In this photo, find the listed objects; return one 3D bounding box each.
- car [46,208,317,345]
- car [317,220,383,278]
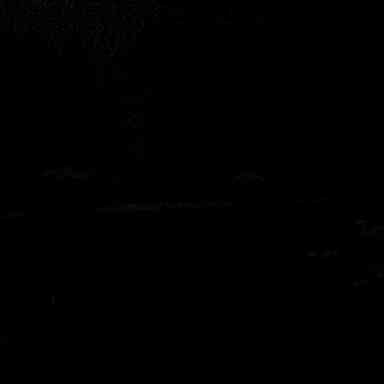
[{"bbox_3d":[-0.066,1.284,6.524,5.009,1.841,2.192,-1,1,-36],"label":"car"},{"bbox_3d":[4.548,1.500,9.844,4.206,1.307,1.802,-1,1,-36],"label":"car"}]
